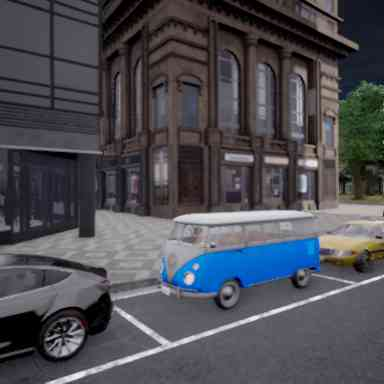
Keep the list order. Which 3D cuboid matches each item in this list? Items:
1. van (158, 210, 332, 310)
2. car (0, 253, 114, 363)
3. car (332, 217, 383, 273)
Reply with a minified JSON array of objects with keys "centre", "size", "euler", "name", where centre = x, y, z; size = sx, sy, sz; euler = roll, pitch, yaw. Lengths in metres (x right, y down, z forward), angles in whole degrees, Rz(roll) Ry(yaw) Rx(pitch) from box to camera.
[{"centre":[1.202,1.342,7.552],"size":[3.998,1.788,1.690],"euler":[0,0,-36],"name":"van"},{"centre":[-3.192,1.587,4.351],"size":[4.313,1.339,1.947],"euler":[0,0,-36],"name":"car"},{"centre":[5.461,1.508,10.653],"size":[4.829,1.417,1.752],"euler":[0,0,-36],"name":"car"}]
